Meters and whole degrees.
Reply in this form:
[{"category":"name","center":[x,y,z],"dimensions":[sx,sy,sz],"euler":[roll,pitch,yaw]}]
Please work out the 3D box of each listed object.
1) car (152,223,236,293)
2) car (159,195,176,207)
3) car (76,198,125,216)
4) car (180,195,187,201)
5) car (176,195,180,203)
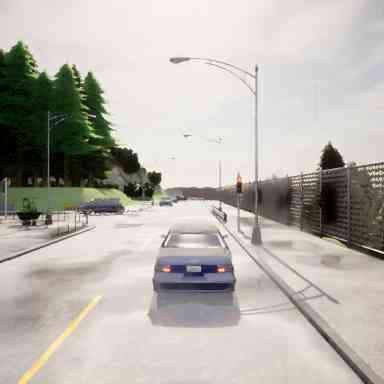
[{"category":"car","center":[0.061,1.547,9.001],"dimensions":[2.033,1.411,5.357],"euler":[0,0,1]},{"category":"car","center":[-4.010,1.505,52.550],"dimensions":[1.837,1.490,4.892],"euler":[0,0,0]},{"category":"car","center":[-9.025,1.352,32.653],"dimensions":[4.553,1.767,2.097],"euler":[0,-1,-29]},{"category":"car","center":[-3.668,1.540,86.841],"dimensions":[5.357,1.411,2.033],"euler":[0,0,40]},{"category":"car","center":[-3.922,1.526,66.697],"dimensions":[1.812,1.442,4.674],"euler":[0,0,1]}]
